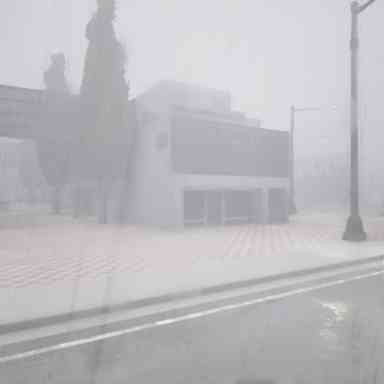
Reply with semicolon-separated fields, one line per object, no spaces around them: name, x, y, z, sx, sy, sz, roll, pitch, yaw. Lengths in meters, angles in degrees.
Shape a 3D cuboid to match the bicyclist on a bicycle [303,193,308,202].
bicyclist on a bicycle;21.728;1.033;63.565;1.656;1.620;0.582;0;1;-32
